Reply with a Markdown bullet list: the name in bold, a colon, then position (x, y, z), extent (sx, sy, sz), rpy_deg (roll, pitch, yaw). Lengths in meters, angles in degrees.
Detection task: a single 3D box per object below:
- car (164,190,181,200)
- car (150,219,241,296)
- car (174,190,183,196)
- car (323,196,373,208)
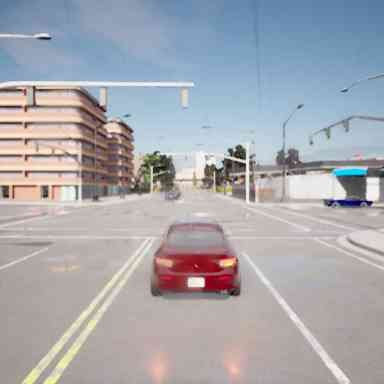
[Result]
- **car**: position (-3.563, 0.487, 57.136), extent (2.097, 1.767, 4.553), rpy_deg (0, 1, 0)
- **car**: position (0.082, 1.400, 8.188), extent (1.812, 1.442, 4.674), rpy_deg (0, 1, 0)
- **car**: position (-3.505, 0.193, 87.457), extent (2.128, 1.511, 4.902), rpy_deg (0, 1, 0)
- **car**: position (16.533, 1.063, 35.484), extent (4.718, 1.301, 1.895), rpy_deg (0, 1, 1)
